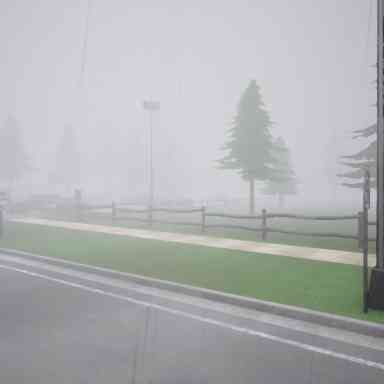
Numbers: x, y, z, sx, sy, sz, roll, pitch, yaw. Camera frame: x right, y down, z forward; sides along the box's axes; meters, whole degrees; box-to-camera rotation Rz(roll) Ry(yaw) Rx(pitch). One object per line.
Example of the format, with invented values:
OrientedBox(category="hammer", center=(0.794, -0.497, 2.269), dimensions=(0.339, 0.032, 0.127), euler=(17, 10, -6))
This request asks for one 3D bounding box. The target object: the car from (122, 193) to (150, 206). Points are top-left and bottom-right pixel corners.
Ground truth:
OrientedBox(category="car", center=(-9.048, 1.221, 55.350), dimensions=(2.150, 2.045, 5.566), euler=(0, 0, 35))

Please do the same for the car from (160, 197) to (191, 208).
OrientedBox(category="car", center=(-1.837, 1.477, 47.358), dimensions=(1.882, 1.535, 5.008), euler=(0, 0, 35))

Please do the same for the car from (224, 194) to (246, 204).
OrientedBox(category="car", center=(8.381, 1.563, 61.739), dimensions=(1.812, 1.442, 4.674), euler=(0, 0, 35))

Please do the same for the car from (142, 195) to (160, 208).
OrientedBox(category="car", center=(-4.802, 1.564, 49.226), dimensions=(1.994, 1.385, 4.181), euler=(0, 0, 35))

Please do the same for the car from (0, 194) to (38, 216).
OrientedBox(category="car", center=(-15.758, 1.221, 33.639), dimensions=(2.150, 2.045, 5.566), euler=(0, 0, 35))

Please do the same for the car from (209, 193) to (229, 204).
OrientedBox(category="car", center=(5.499, 1.275, 63.726), dimensions=(2.150, 2.045, 5.566), euler=(0, 0, 35))

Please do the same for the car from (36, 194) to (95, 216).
OrientedBox(category="car", center=(-12.267, 1.352, 32.516), dimensions=(2.097, 1.767, 4.553), euler=(0, 0, 35))
